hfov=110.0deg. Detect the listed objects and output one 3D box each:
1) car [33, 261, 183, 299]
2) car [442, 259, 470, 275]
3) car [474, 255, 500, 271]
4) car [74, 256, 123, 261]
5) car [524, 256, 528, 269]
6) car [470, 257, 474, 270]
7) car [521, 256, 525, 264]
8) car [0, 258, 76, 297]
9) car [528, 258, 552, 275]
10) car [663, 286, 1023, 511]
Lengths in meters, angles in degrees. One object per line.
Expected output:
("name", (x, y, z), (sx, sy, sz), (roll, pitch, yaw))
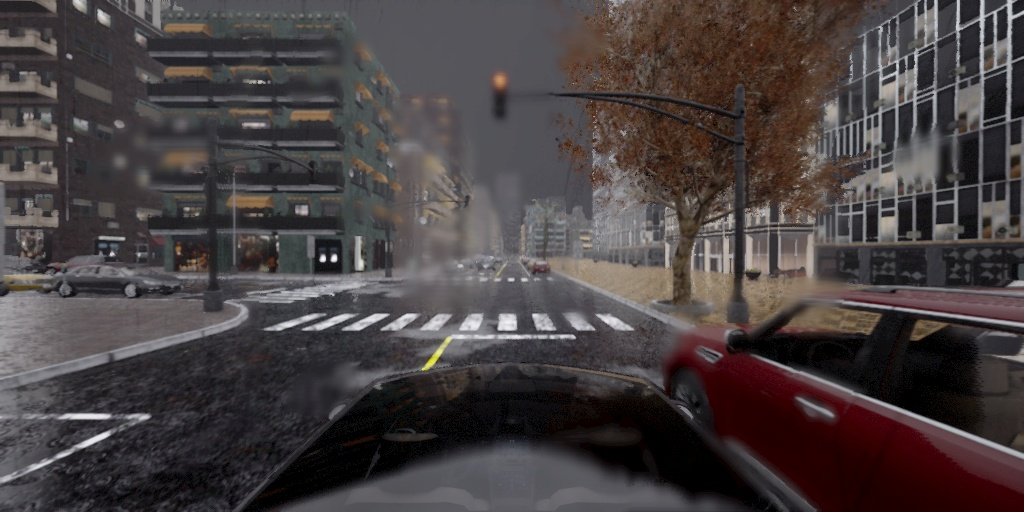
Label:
("car", (-16.395, 1.000, 14.995), (4.403, 1.370, 2.007), (0, 0, 0))
("car", (-5.589, 1.087, 34.378), (2.007, 1.370, 4.403), (0, 0, 0))
("car", (-2.877, 0.980, 42.176), (2.128, 1.511, 4.902), (0, 0, 0))
("car", (-27.556, 0.687, 23.296), (4.097, 1.591, 1.967), (0, 0, 0))
("car", (2.825, 0.996, 45.587), (1.751, 1.417, 4.829), (0, 0, 0))
("car", (-5.555, 1.021, 45.444), (2.007, 1.370, 4.403), (0, 0, 0))
("car", (2.876, 0.958, 62.014), (1.802, 1.307, 4.207), (0, 0, 0))
("car", (-21.793, 0.898, 14.956), (4.829, 1.417, 1.751), (0, 0, 0))
("car", (2.791, 1.081, 34.352), (1.888, 1.381, 4.507), (0, 0, 0))
("car", (2.691, 1.063, 1.966), (2.192, 1.841, 5.009), (0, 0, 0))
